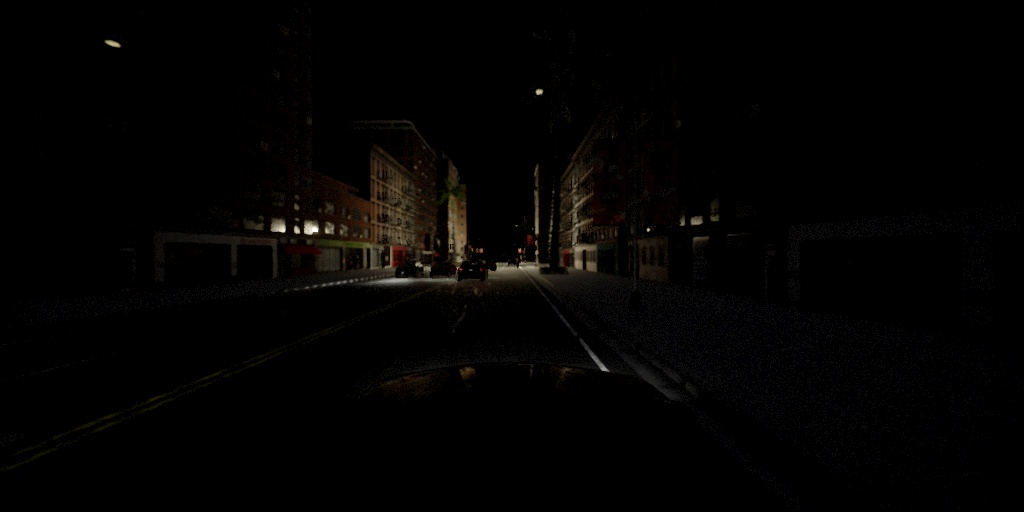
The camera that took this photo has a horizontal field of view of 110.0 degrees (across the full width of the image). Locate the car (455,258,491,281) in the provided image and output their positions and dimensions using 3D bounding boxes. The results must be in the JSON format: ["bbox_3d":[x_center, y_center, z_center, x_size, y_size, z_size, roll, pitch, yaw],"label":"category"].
[{"bbox_3d":[-3.148,1.110,29.678,2.097,1.767,4.553,0,0,0],"label":"car"}]

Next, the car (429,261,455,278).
[{"bbox_3d":[-6.591,1.244,34.425,1.882,1.535,5.008,0,0,0],"label":"car"}]

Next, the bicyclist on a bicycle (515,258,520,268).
[{"bbox_3d":[0.887,1.276,54.532,0.866,1.612,1.509,0,-1,0],"label":"bicyclist on a bicycle"}]

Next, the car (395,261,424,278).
[{"bbox_3d":[-9.841,1.259,34.726,2.128,1.511,4.902,0,0,0],"label":"car"}]

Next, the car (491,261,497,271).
[{"bbox_3d":[-3.147,1.381,49.835,1.994,1.385,4.181,0,0,0],"label":"car"}]
